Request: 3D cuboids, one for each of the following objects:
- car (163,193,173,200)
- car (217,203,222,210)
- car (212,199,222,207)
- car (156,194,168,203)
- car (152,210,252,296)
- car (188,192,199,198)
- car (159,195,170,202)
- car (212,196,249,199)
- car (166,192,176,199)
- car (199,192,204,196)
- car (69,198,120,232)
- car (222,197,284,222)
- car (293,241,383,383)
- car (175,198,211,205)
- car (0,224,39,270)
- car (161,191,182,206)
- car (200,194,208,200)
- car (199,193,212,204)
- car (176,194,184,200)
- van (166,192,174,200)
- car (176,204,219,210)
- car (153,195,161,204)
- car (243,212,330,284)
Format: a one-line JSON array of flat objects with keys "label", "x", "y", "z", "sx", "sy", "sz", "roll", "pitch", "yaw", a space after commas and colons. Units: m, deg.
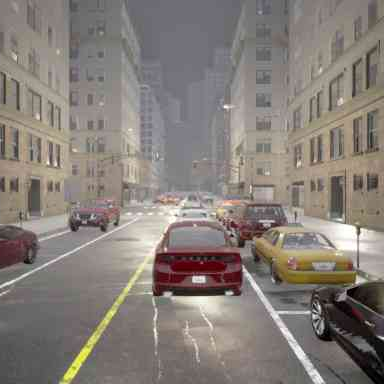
[{"label": "car", "x": -5.698, "y": 1.107, "z": 79.615, "sx": 1.967, "sy": 1.590, "sz": 4.097, "roll": 1, "pitch": 0, "yaw": 0}, {"label": "car", "x": 2.781, "y": 1.558, "z": 20.250, "sx": 1.802, "sy": 1.307, "sz": 4.206, "roll": 0, "pitch": 0, "yaw": 0}, {"label": "car", "x": 2.785, "y": 1.486, "z": 25.974, "sx": 1.752, "sy": 1.417, "sz": 4.829, "roll": 0, "pitch": 0, "yaw": 0}, {"label": "car", "x": -5.711, "y": 1.223, "z": 63.345, "sx": 1.967, "sy": 1.590, "sz": 4.097, "roll": 1, "pitch": 0, "yaw": 0}, {"label": "car", "x": 0.078, "y": 1.473, "z": 8.654, "sx": 1.882, "sy": 1.535, "sz": 5.008, "roll": 0, "pitch": 0, "yaw": -1}, {"label": "car", "x": 0.059, "y": 1.207, "z": 74.341, "sx": 1.837, "sy": 1.490, "sz": 4.892, "roll": 0, "pitch": 0, "yaw": 0}, {"label": "car", "x": -5.707, "y": 1.291, "z": 68.769, "sx": 1.887, "sy": 1.381, "sz": 4.507, "roll": 1, "pitch": 0, "yaw": 0}, {"label": "car", "x": 5.138, "y": 1.247, "z": 40.962, "sx": 4.553, "sy": 1.767, "sz": 2.097, "roll": 0, "pitch": 0, "yaw": 1}, {"label": "car", "x": -5.689, "y": 0.898, "z": 90.460, "sx": 2.192, "sy": 1.841, "sz": 5.009, "roll": 1, "pitch": 0, "yaw": 0}, {"label": "car", "x": 2.818, "y": 1.270, "z": 68.925, "sx": 1.752, "sy": 1.417, "sz": 4.829, "roll": 1, "pitch": 0, "yaw": 0}, {"label": "car", "x": -5.744, "y": 1.291, "z": 20.264, "sx": 2.192, "sy": 1.841, "sz": 5.009, "roll": 0, "pitch": 0, "yaw": 0}, {"label": "car", "x": 2.777, "y": 1.302, "z": 14.699, "sx": 2.192, "sy": 1.841, "sz": 5.009, "roll": 0, "pitch": 0, "yaw": 0}, {"label": "car", "x": 2.768, "y": 1.566, "z": 3.594, "sx": 1.947, "sy": 1.339, "sz": 4.313, "roll": 0, "pitch": 0, "yaw": 0}, {"label": "car", "x": 0.091, "y": 1.454, "z": 25.300, "sx": 2.128, "sy": 1.511, "sz": 4.902, "roll": 0, "pitch": 0, "yaw": 0}, {"label": "car", "x": -5.754, "y": 1.577, "z": 9.158, "sx": 1.802, "sy": 1.307, "sz": 4.206, "roll": 0, "pitch": 0, "yaw": 0}, {"label": "car", "x": -3.112, "y": 1.203, "z": 51.752, "sx": 2.097, "sy": 1.767, "sz": 4.553, "roll": 0, "pitch": 0, "yaw": 2}, {"label": "car", "x": 2.826, "y": 1.249, "z": 79.604, "sx": 1.802, "sy": 1.307, "sz": 4.206, "roll": 1, "pitch": 0, "yaw": 0}, {"label": "car", "x": 2.809, "y": 1.367, "z": 57.908, "sx": 2.008, "sy": 1.369, "sz": 4.403, "roll": 0, "pitch": 0, "yaw": 0}, {"label": "car", "x": -2.943, "y": 1.183, "z": 80.755, "sx": 1.812, "sy": 1.442, "sz": 4.674, "roll": 0, "pitch": 0, "yaw": 0}, {"label": "van", "x": -5.693, "y": 0.967, "z": 85.037, "sx": 1.690, "sy": 1.788, "sz": 3.998, "roll": 1, "pitch": 0, "yaw": 0}, {"label": "car", "x": 0.110, "y": 1.510, "z": 16.158, "sx": 1.812, "sy": 1.442, "sz": 4.674, "roll": 0, "pitch": 0, "yaw": 0}, {"label": "car", "x": -5.716, "y": 1.361, "z": 57.922, "sx": 1.887, "sy": 1.381, "sz": 4.507, "roll": 0, "pitch": 0, "yaw": 0}, {"label": "car", "x": 2.773, "y": 1.519, "z": 9.315, "sx": 1.752, "sy": 1.417, "sz": 4.829, "roll": 0, "pitch": 0, "yaw": 0}]
